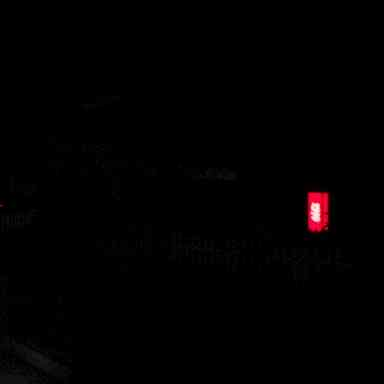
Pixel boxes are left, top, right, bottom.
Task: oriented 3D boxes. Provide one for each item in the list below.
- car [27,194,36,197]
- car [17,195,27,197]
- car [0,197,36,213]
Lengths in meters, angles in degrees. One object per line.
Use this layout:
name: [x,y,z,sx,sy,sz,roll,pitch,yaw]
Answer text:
car: [-26.221,1.132,57.960,4.605,1.855,1.932,0,0,36]
car: [-37.487,1.344,73.970,4.514,1.523,2.007,0,0,36]
car: [-19.739,1.572,37.316,1.994,1.385,4.181,0,0,36]
